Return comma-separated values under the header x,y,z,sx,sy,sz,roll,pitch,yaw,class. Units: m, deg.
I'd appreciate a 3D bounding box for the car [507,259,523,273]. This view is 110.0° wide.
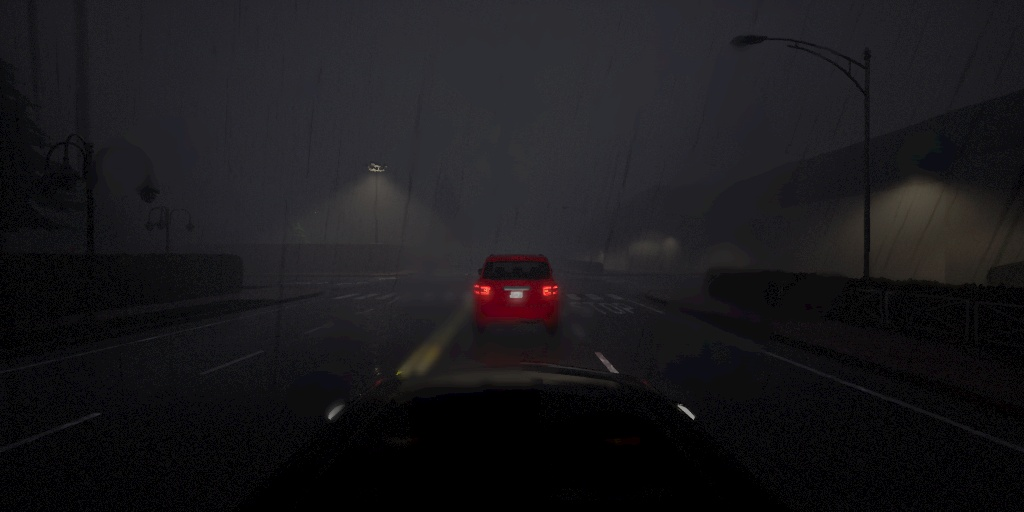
x,y,z,sx,sy,sz,roll,pitch,yaw,class
0.368,1.228,45.650,1.882,1.535,5.008,0,0,1,car

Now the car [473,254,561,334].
x,y,z,sx,sy,sz,roll,pitch,yaw,class
0.124,0.971,10.800,2.150,2.045,5.566,0,0,0,car
